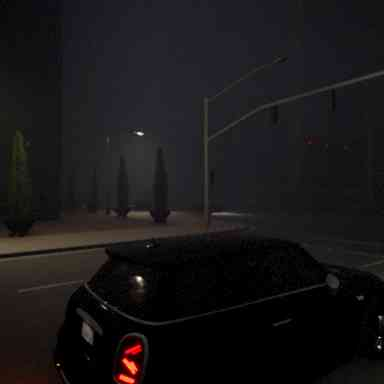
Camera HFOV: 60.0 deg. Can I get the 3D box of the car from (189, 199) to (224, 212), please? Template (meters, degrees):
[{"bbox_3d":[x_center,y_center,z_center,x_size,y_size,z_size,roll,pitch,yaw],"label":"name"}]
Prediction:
[{"bbox_3d":[1.508,1.492,35.808,1.994,1.385,4.181,0,0,-36],"label":"car"}]

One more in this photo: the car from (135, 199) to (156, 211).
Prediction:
[{"bbox_3d":[-5.049,1.514,38.910,1.994,1.385,4.181,0,0,-36],"label":"car"}]

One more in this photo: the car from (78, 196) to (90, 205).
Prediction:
[{"bbox_3d":[-18.244,1.463,57.325,1.837,1.490,4.892,0,0,-36],"label":"car"}]

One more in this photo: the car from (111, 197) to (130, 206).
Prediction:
[{"bbox_3d":[-11.719,1.457,54.180,1.812,1.442,4.674,0,0,-36],"label":"car"}]

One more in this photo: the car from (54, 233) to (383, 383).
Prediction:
[{"bbox_3d":[0.745,1.334,4.374,4.553,1.767,2.097,0,0,-36],"label":"car"}]
